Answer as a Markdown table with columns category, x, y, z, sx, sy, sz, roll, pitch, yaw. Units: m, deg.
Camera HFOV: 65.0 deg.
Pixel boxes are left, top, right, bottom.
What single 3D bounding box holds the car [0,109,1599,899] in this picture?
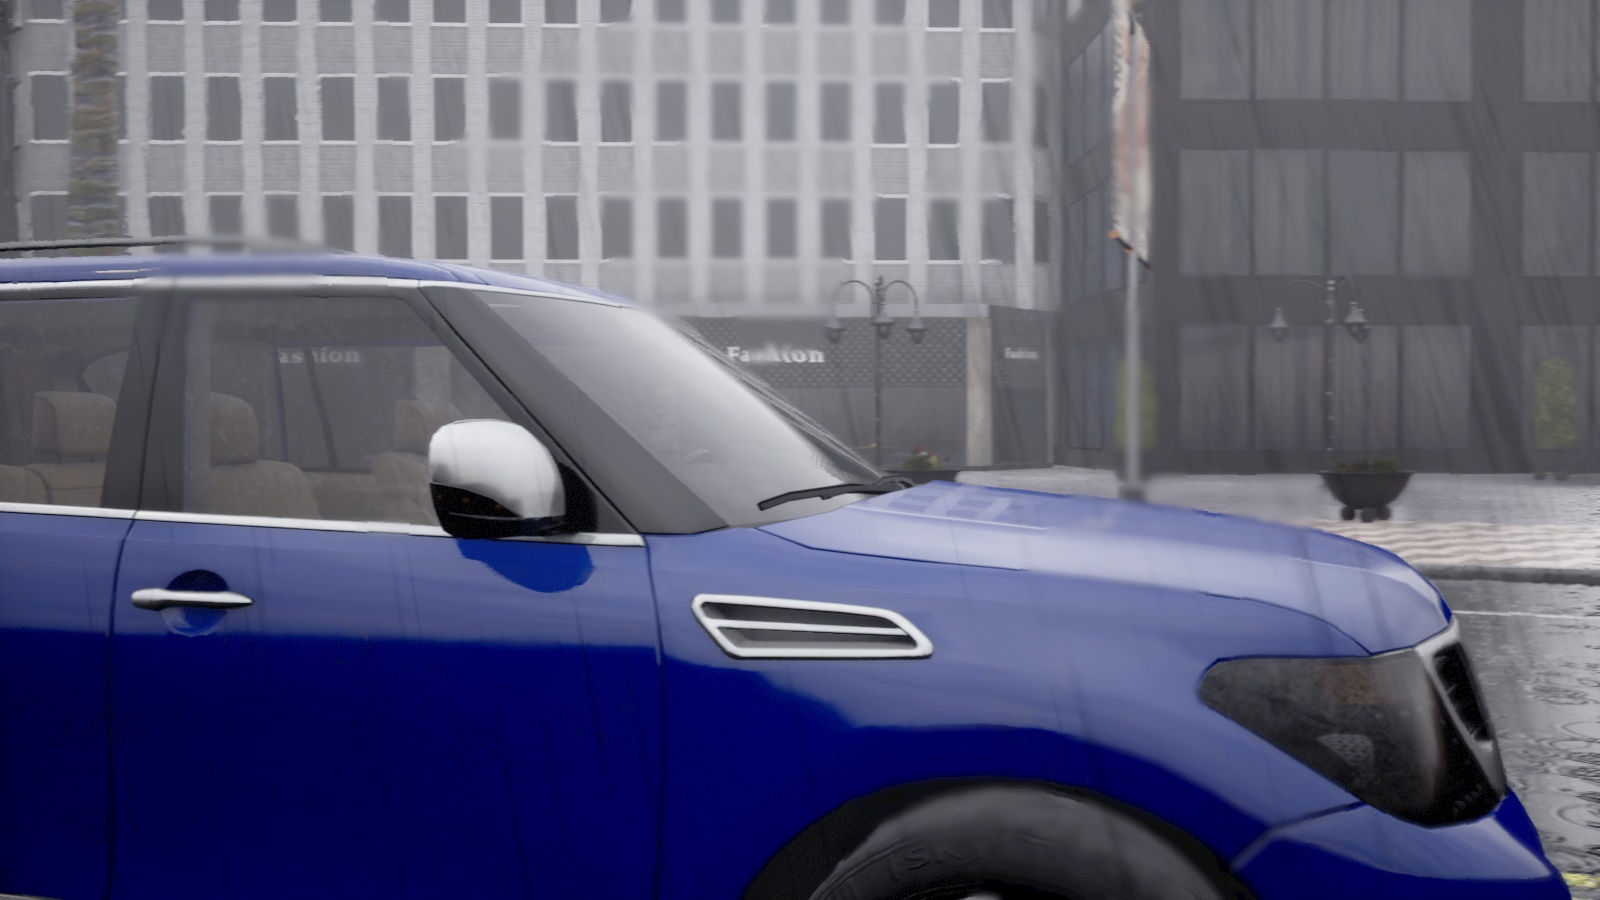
| category | x | y | z | sx | sy | sz | roll | pitch | yaw |
| --- | --- | --- | --- | --- | --- | --- | --- | --- | --- |
| car | -1.114 | 0.479 | 3.593 | 5.566 | 2.045 | 2.150 | 0 | 1 | 15 |
